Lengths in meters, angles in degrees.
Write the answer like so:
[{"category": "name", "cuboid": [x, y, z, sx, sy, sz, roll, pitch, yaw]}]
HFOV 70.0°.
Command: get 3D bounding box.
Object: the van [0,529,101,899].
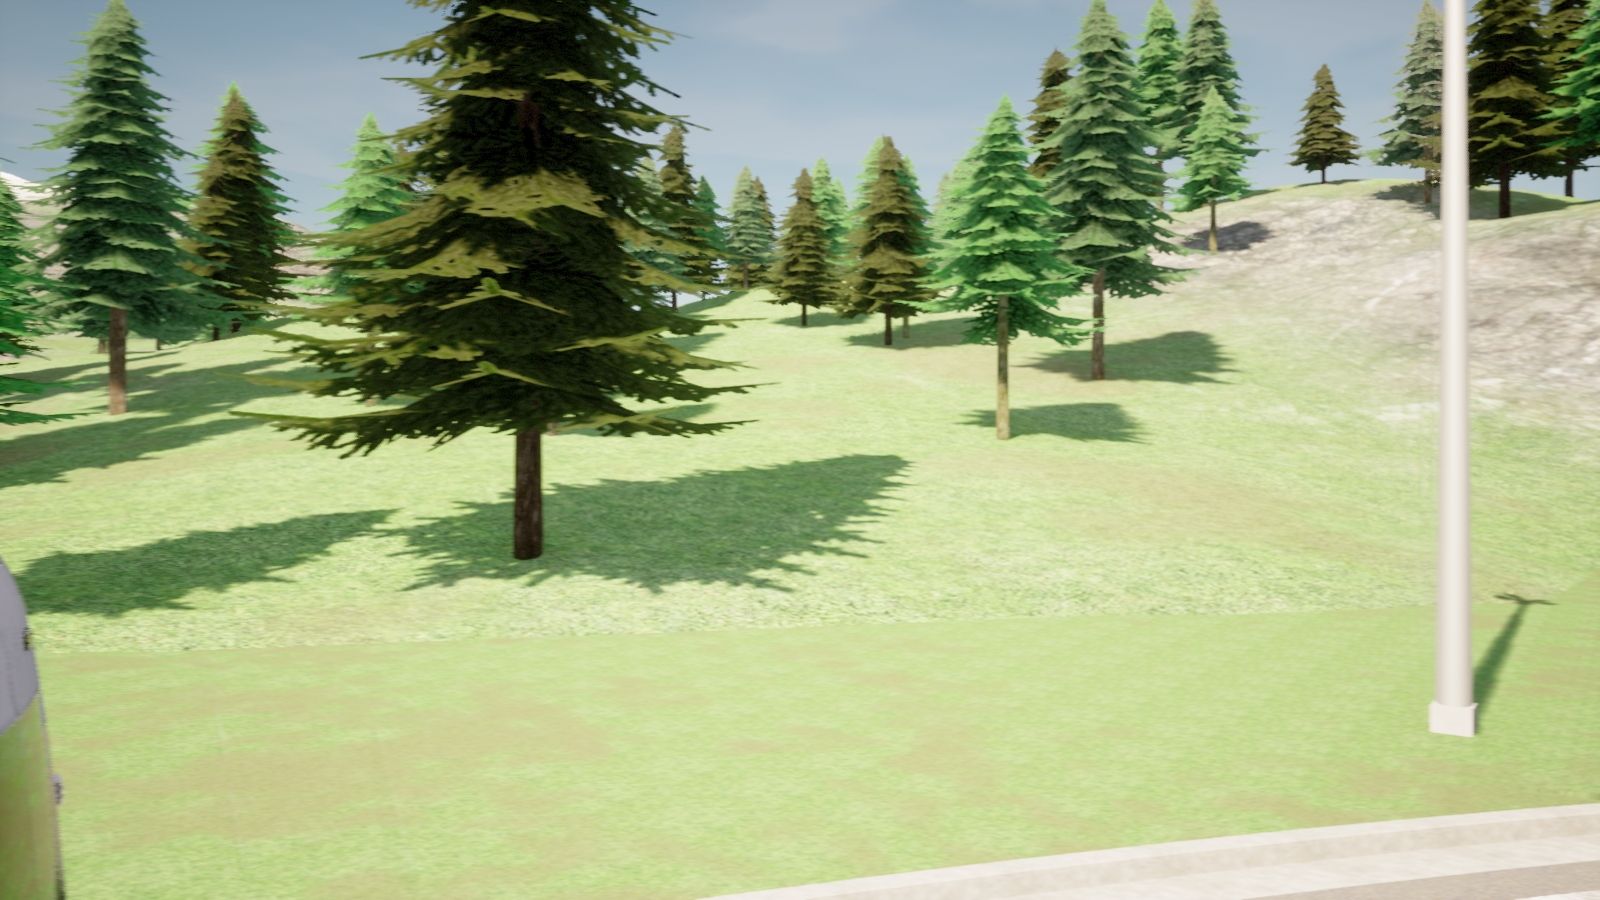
[{"category": "van", "cuboid": [-4.597, 1.526, 1.669, 5.915, 2.561, 1.988, 0, -1, -25]}]
